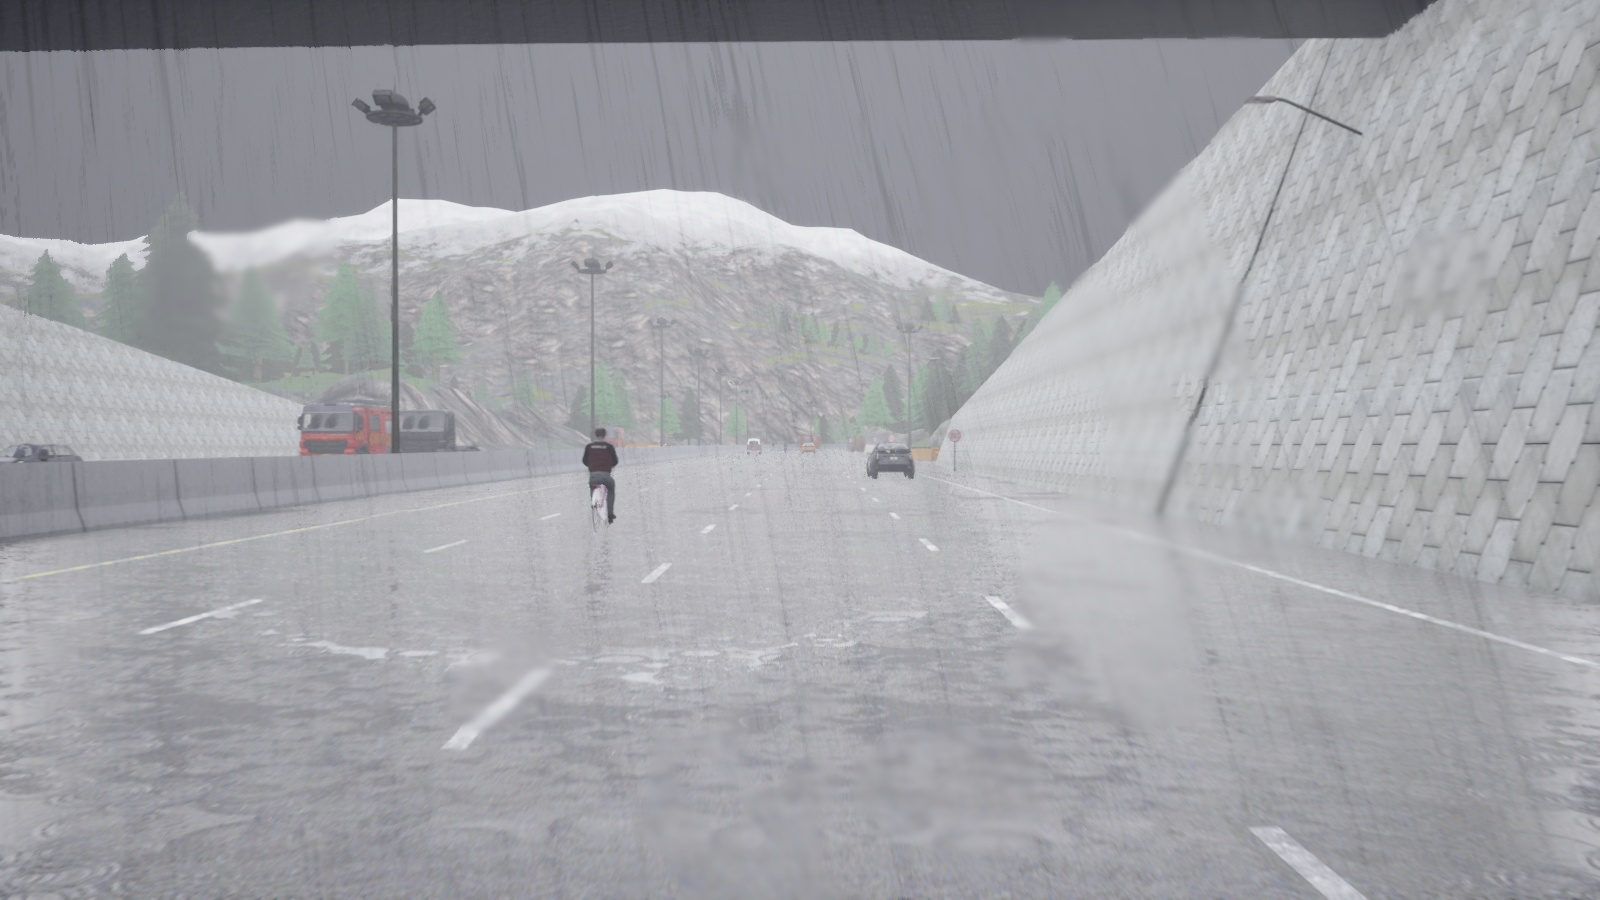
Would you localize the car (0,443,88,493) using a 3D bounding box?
[{"bbox_3d":[-24.225,0.520,39.277,1.845,1.501,3.633,0,0,0],"label":"car"}]

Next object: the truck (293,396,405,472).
[{"bbox_3d":[-24.034,-0.817,67.414,2.891,3.827,8.468,0,0,0],"label":"truck"}]

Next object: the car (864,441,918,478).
[{"bbox_3d":[3.876,0.392,53.972,2.007,1.525,4.514,0,0,0],"label":"car"}]

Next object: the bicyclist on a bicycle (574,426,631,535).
[{"bbox_3d":[-3.346,0.494,21.405,0.659,1.776,1.843,0,1,0],"label":"bicyclist on a bicycle"}]

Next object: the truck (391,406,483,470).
[{"bbox_3d":[-20.505,-0.654,71.419,2.891,3.462,7.936,0,0,0],"label":"truck"}]
